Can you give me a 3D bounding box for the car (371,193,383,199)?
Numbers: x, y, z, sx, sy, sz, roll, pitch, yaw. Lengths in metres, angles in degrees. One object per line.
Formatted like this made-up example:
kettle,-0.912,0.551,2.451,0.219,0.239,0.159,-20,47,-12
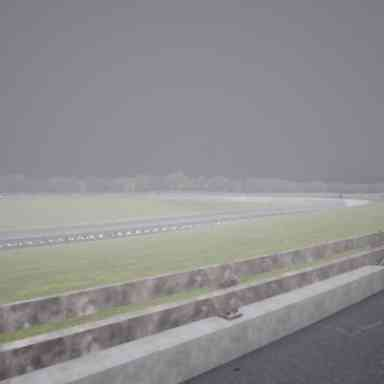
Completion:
car,42.470,1.010,75.689,1.994,1.385,4.181,-1,0,3
